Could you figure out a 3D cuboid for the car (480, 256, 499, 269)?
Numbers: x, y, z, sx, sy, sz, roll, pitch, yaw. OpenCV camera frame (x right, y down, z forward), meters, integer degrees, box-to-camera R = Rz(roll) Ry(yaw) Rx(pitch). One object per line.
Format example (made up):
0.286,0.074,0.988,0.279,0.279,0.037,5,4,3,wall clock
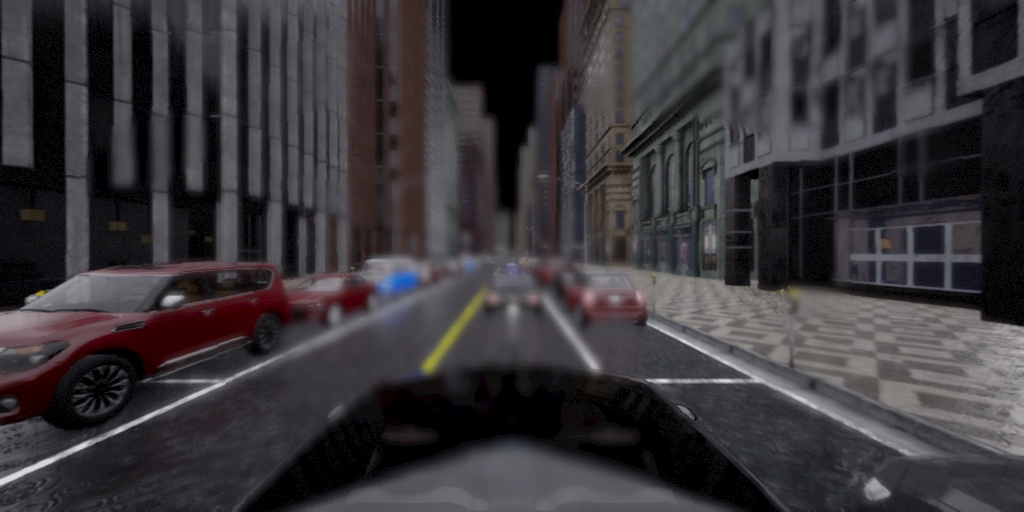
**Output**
-3.070,1.006,52.086,2.097,1.767,4.553,0,0,0,car

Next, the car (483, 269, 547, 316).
0.065,1.328,13.193,1.895,1.301,4.718,0,0,0,car

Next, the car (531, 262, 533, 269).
2.766,1.243,28.383,1.888,1.381,4.507,0,0,0,car

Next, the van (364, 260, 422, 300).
-5.760,1.061,17.102,1.690,1.789,3.998,0,0,0,van

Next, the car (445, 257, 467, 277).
-5.758,1.127,34.012,1.967,1.591,4.097,0,0,0,car

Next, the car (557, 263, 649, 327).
2.764,1.171,11.473,1.967,1.591,4.097,0,0,0,car

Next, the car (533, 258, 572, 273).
2.766,1.024,22.747,2.192,1.841,5.009,0,0,0,car

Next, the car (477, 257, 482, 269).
-5.756,1.181,50.752,1.751,1.417,4.829,0,0,0,car

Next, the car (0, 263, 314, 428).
-5.762,1.057,5.828,2.192,1.841,5.009,0,0,0,car

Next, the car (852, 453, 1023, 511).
2.762,1.303,0.201,2.007,1.370,4.403,0,0,0,car

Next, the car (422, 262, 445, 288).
-5.760,1.149,22.739,1.967,1.591,4.097,0,0,0,car

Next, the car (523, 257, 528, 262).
2.769,1.105,45.291,1.967,1.591,4.097,0,0,0,car

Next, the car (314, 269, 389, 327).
-5.761,1.276,11.465,1.888,1.381,4.507,0,0,0,car

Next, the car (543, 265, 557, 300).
2.765,1.286,17.110,1.948,1.339,4.313,0,0,0,car

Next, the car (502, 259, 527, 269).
0.081,1.219,30.669,1.812,1.442,4.674,0,0,0,car

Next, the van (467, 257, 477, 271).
-5.756,1.006,45.285,1.690,1.789,3.998,0,0,0,van

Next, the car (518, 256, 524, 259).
2.359,1.094,62.359,1.801,1.575,5.366,0,0,0,car

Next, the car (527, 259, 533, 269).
2.767,1.253,34.019,1.948,1.339,4.313,0,0,0,car
